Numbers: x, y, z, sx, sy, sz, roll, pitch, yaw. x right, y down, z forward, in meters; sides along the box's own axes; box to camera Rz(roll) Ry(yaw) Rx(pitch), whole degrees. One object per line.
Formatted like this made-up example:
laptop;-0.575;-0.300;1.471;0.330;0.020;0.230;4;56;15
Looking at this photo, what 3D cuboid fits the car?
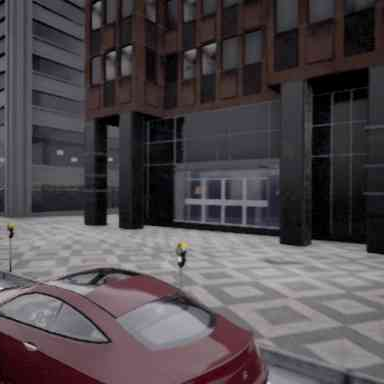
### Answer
car;-1.235;1.568;3.842;4.206;1.307;1.802;0;0;36
